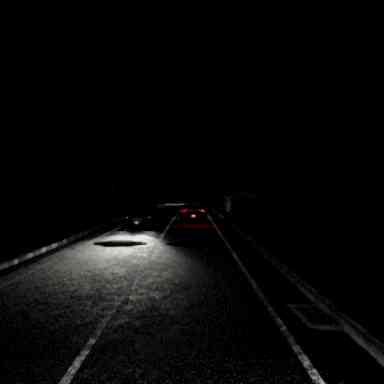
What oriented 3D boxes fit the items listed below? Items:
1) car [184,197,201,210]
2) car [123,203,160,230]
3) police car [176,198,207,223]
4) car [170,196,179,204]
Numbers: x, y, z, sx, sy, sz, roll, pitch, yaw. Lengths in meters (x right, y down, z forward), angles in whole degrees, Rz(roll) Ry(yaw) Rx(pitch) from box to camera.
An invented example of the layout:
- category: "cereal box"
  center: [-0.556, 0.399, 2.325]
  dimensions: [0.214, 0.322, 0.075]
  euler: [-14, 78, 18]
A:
- category: "car"
  center: [0.094, 1.446, 42.759]
  dimensions: [2.033, 1.411, 5.357]
  euler: [0, 0, 0]
- category: "car"
  center: [-3.102, 1.444, 21.050]
  dimensions: [2.128, 1.511, 4.902]
  euler: [0, 0, 0]
- category: "police car"
  center: [0.096, 1.446, 24.980]
  dimensions: [2.038, 1.542, 4.974]
  euler: [0, 0, 0]
- category: "car"
  center: [-3.045, 1.477, 61.628]
  dimensions: [1.994, 1.385, 4.181]
  euler: [0, 0, 1]
